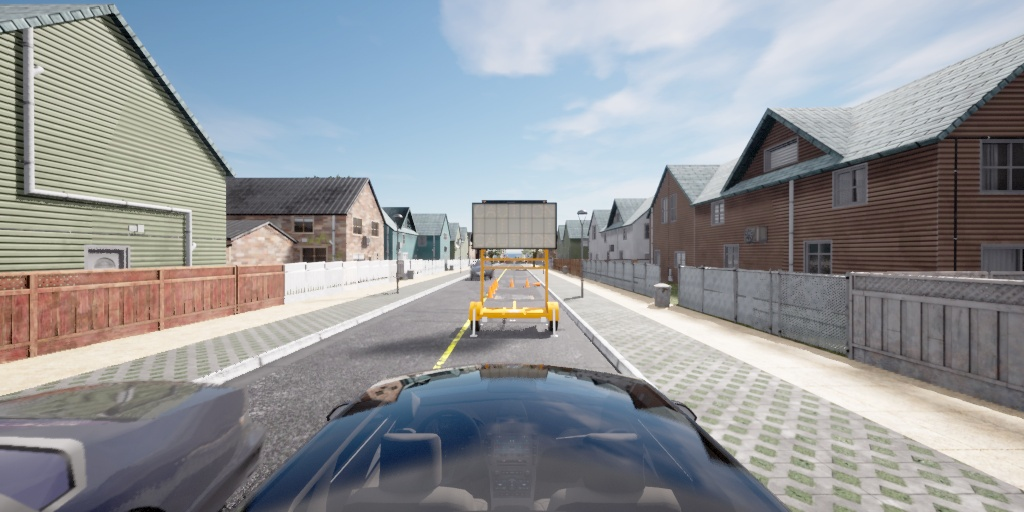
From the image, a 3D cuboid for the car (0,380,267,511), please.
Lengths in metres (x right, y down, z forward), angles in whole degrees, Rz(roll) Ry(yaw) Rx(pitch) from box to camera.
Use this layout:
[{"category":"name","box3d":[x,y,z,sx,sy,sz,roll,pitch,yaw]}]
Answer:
[{"category":"car","box3d":[-2.853,1.298,0.400,2.033,1.411,5.357,0,0,0]}]

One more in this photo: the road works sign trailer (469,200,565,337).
[{"category":"road works sign trailer","box3d":[0.069,0.214,10.264,2.380,3.560,2.880,0,0,1]}]

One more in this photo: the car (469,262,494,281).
[{"category":"car","box3d":[-2.543,1.280,31.064,2.128,1.511,4.902,0,0,0]}]
